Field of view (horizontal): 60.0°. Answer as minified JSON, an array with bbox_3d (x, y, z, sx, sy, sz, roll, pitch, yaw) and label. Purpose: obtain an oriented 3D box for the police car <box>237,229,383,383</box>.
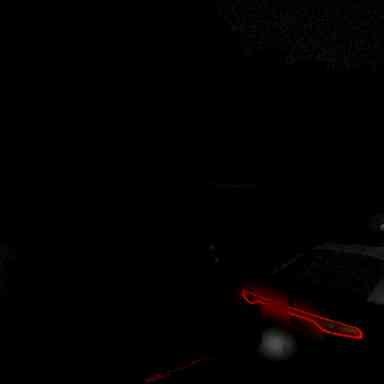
[{"bbox_3d":[3.006,1.425,5.086,5.238,1.638,1.930,0,0,-35],"label":"police car"}]
